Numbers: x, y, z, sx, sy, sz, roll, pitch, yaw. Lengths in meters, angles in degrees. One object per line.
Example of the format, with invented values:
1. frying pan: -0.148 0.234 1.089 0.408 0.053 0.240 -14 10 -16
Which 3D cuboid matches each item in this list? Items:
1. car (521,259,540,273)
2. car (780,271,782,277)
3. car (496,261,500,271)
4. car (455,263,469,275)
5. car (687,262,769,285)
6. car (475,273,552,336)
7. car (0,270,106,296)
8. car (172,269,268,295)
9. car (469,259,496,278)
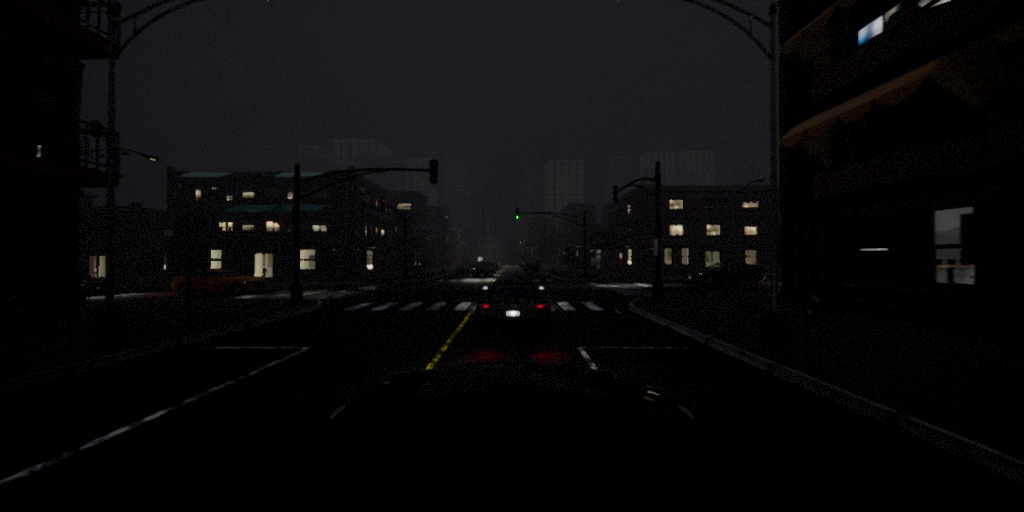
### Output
1. car: 2.689 1.386 48.976 2.192 1.841 5.009 0 0 0
2. car: 23.192 1.227 27.788 4.207 1.307 1.802 0 0 0
3. car: -3.097 1.606 47.199 2.033 1.411 5.357 0 0 0
4. car: -5.779 1.576 43.455 1.888 1.381 4.507 0 0 0
5. car: 14.937 1.208 25.201 4.902 1.511 2.128 -1 -1 0
6. car: 0.042 1.370 10.647 1.994 1.385 4.181 0 0 0
7. car: -27.709 1.711 21.971 4.674 1.442 1.812 -1 -1 0
8. car: -17.797 1.545 21.978 5.008 1.535 1.882 -1 -1 0
9. car: -3.037 1.341 37.649 2.097 1.767 4.553 0 0 -2
